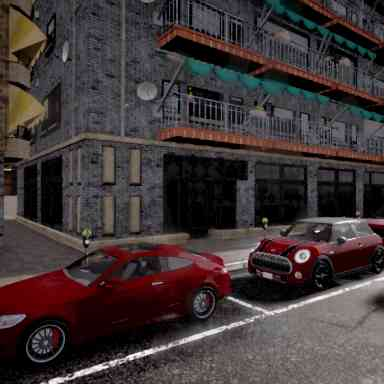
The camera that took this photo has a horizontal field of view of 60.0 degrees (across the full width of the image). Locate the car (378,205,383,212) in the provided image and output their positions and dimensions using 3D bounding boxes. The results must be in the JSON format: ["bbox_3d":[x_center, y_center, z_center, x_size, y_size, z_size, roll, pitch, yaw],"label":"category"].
[{"bbox_3d":[8.012,1.322,12.303,5.009,1.841,2.192,0,0,-36],"label":"car"}]

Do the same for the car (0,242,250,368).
[{"bbox_3d":[-1.196,1.582,5.706,4.206,1.307,1.802,0,0,-36],"label":"car"}]

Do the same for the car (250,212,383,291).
[{"bbox_3d":[3.407,1.443,9.004,4.097,1.590,1.967,0,0,-36],"label":"car"}]
